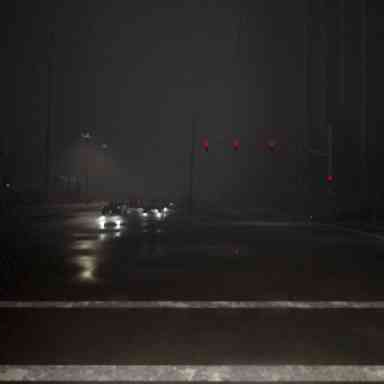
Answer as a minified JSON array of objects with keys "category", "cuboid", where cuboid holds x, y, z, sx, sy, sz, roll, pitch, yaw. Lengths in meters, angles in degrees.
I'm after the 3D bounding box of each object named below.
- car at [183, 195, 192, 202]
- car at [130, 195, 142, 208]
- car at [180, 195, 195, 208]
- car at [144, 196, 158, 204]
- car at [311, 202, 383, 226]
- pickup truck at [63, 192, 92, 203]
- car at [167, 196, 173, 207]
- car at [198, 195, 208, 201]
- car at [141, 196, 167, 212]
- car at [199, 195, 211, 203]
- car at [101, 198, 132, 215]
[{"category":"car","cuboid":[-1.014,1.366,72.718,1.882,1.535,5.008,0,0,-1]},{"category":"car","cuboid":[-7.802,1.280,46.169,2.097,1.767,4.553,0,0,0]},{"category":"car","cuboid":[-0.629,1.279,47.235,2.097,1.767,4.553,0,0,-1]},{"category":"car","cuboid":[-7.940,1.448,64.503,2.033,1.411,5.357,0,0,-1]},{"category":"car","cuboid":[10.745,1.457,22.811,4.902,1.511,2.128,0,0,6]},{"category":"pickup truck","cuboid":[-21.000,0.966,60.346,2.390,2.098,6.274,0,0,30]},{"category":"car","cuboid":[-4.318,1.418,47.559,2.128,1.511,4.902,0,0,-1]},{"category":"car","cuboid":[2.447,1.332,75.967,2.033,1.411,5.357,0,0,-1]},{"category":"car","cuboid":[-4.216,1.468,37.532,1.812,1.442,4.674,0,0,1]},{"category":"car","cuboid":[2.562,1.425,65.748,1.812,1.442,4.674,0,0,-1]},{"category":"car","cuboid":[-7.658,1.549,33.388,1.895,1.301,4.718,0,0,-1]}]
